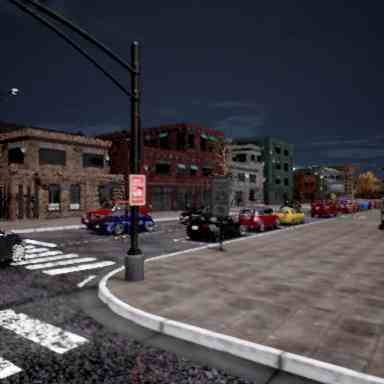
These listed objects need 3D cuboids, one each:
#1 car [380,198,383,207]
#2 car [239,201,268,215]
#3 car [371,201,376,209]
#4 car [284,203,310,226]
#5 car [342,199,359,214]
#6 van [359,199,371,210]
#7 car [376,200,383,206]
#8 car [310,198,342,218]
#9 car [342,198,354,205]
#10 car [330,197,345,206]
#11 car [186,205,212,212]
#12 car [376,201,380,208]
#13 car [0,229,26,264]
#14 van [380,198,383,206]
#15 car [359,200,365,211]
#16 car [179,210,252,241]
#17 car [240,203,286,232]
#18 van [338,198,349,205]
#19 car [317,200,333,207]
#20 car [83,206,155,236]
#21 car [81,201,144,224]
[{"bbox_3d":[37.441,2.480,67.985,1.802,1.307,4.206,0,-1,36],"label":"car"},{"bbox_3d":[7.731,1.926,41.604,1.967,1.590,4.097,0,-1,36],"label":"car"},{"bbox_3d":[30.884,2.340,59.033,1.887,1.381,4.507,0,-1,36],"label":"car"},{"bbox_3d":[8.036,1.958,27.839,1.752,1.417,4.829,0,-1,36],"label":"car"},{"bbox_3d":[21.049,2.080,45.606,1.967,1.590,4.097,0,-1,36],"label":"car"},{"bbox_3d":[27.606,2.084,54.559,1.690,1.788,3.998,0,-1,36],"label":"van"},{"bbox_3d":[43.997,2.584,76.936,1.802,1.307,4.206,0,-1,36],"label":"car"},{"bbox_3d":[14.492,1.851,36.656,2.192,1.841,5.009,0,-1,36],"label":"car"},{"bbox_3d":[40.514,2.444,86.364,1.967,1.590,4.097,0,-1,36],"label":"car"},{"bbox_3d":[33.958,2.215,77.413,2.192,1.841,5.009,0,-1,36],"label":"car"},{"bbox_3d":[0.864,1.863,27.839,1.837,1.490,4.892,0,0,36],"label":"car"},{"bbox_3d":[34.162,2.429,63.509,1.802,1.307,4.206,0,-1,36],"label":"car"},{"bbox_3d":[-6.652,1.627,9.675,1.837,1.490,4.892,-3,0,-4],"label":"car"},{"bbox_3d":[47.276,2.395,81.415,1.690,1.788,3.998,0,-1,36],"label":"van"},{"bbox_3d":[24.327,2.273,50.081,1.802,1.307,4.206,0,-1,36],"label":"car"},{"bbox_3d":[1.379,1.893,18.749,1.947,1.339,4.313,0,-1,36],"label":"car"},{"bbox_3d":[4.658,1.819,23.226,1.967,1.590,4.097,0,-1,36],"label":"car"},{"bbox_3d":[37.236,2.293,81.889,1.690,1.788,3.998,0,-1,36],"label":"van"},{"bbox_3d":[27.401,2.348,68.459,2.008,1.369,4.403,0,-1,36],"label":"car"},{"bbox_3d":[-4.286,1.841,20.821,1.994,1.385,4.181,0,0,36],"label":"car"},{"bbox_3d":[-5.382,1.592,23.702,2.192,1.841,5.009,0,-1,36],"label":"car"}]
